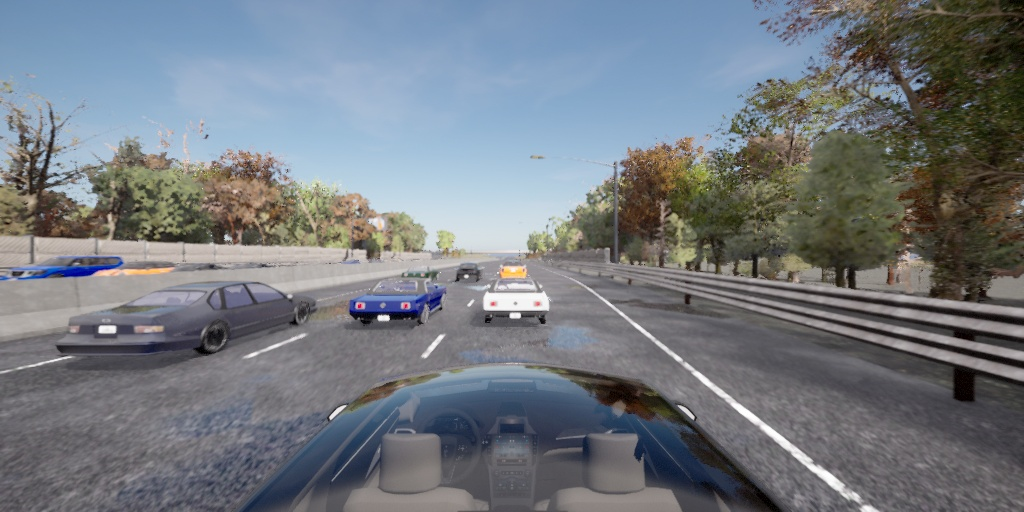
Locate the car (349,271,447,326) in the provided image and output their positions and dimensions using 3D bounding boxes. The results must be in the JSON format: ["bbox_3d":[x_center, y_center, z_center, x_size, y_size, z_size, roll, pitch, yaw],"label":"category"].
[{"bbox_3d":[-3.400,1.355,11.744,1.895,1.301,4.718,0,0,0],"label":"car"}]

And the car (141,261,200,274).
[{"bbox_3d":[-21.097,1.269,23.848,1.837,1.490,4.892,0,0,0],"label":"car"}]

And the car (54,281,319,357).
[{"bbox_3d":[-6.901,1.300,8.627,2.033,1.411,5.357,0,0,0],"label":"car"}]

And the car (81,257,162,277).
[{"bbox_3d":[-24.596,1.116,23.724,2.097,1.767,4.553,0,0,0],"label":"car"}]

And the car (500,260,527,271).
[{"bbox_3d":[0.099,1.121,28.905,2.097,1.767,4.553,0,0,0],"label":"car"}]

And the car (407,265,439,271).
[{"bbox_3d":[-6.901,1.368,27.639,1.895,1.301,4.718,0,0,0],"label":"car"}]

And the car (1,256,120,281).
[{"bbox_3d":[-27.812,0.986,22.737,2.150,2.045,5.566,0,0,-2],"label":"car"}]

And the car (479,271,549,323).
[{"bbox_3d":[0.100,1.355,12.134,1.895,1.301,4.718,0,0,0],"label":"car"}]

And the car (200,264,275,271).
[{"bbox_3d":[-17.597,1.269,23.875,1.837,1.490,4.892,0,0,0],"label":"car"}]

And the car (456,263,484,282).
[{"bbox_3d":[-3.400,1.274,29.224,1.837,1.490,4.892,0,0,0],"label":"car"}]
